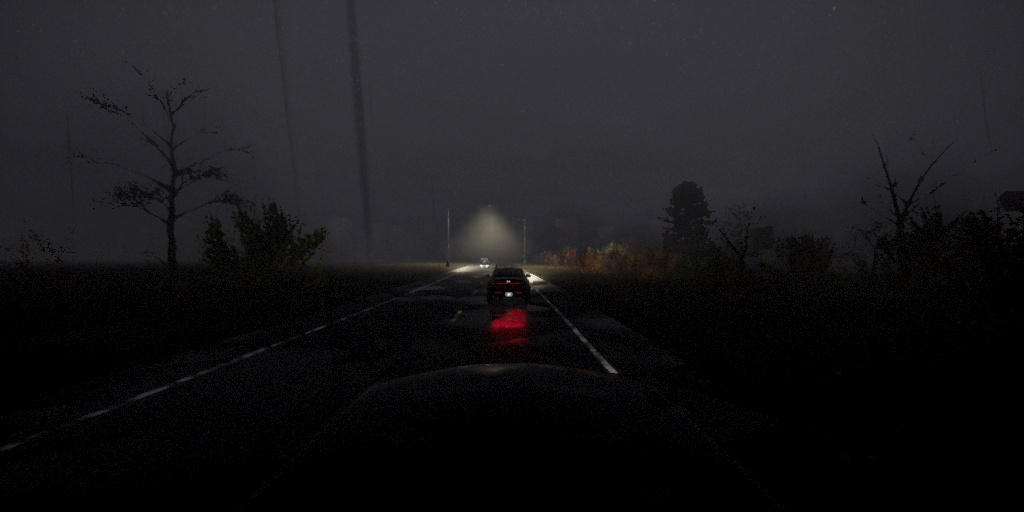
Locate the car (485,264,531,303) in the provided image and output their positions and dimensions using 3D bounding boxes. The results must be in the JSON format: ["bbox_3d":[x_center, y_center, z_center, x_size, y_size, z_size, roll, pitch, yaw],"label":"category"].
[{"bbox_3d":[-0.179,1.258,16.573,1.837,1.490,4.892,0,0,-1],"label":"car"}]

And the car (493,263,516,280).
[{"bbox_3d":[-0.691,1.340,31.620,1.895,1.301,4.718,0,0,-2],"label":"car"}]
